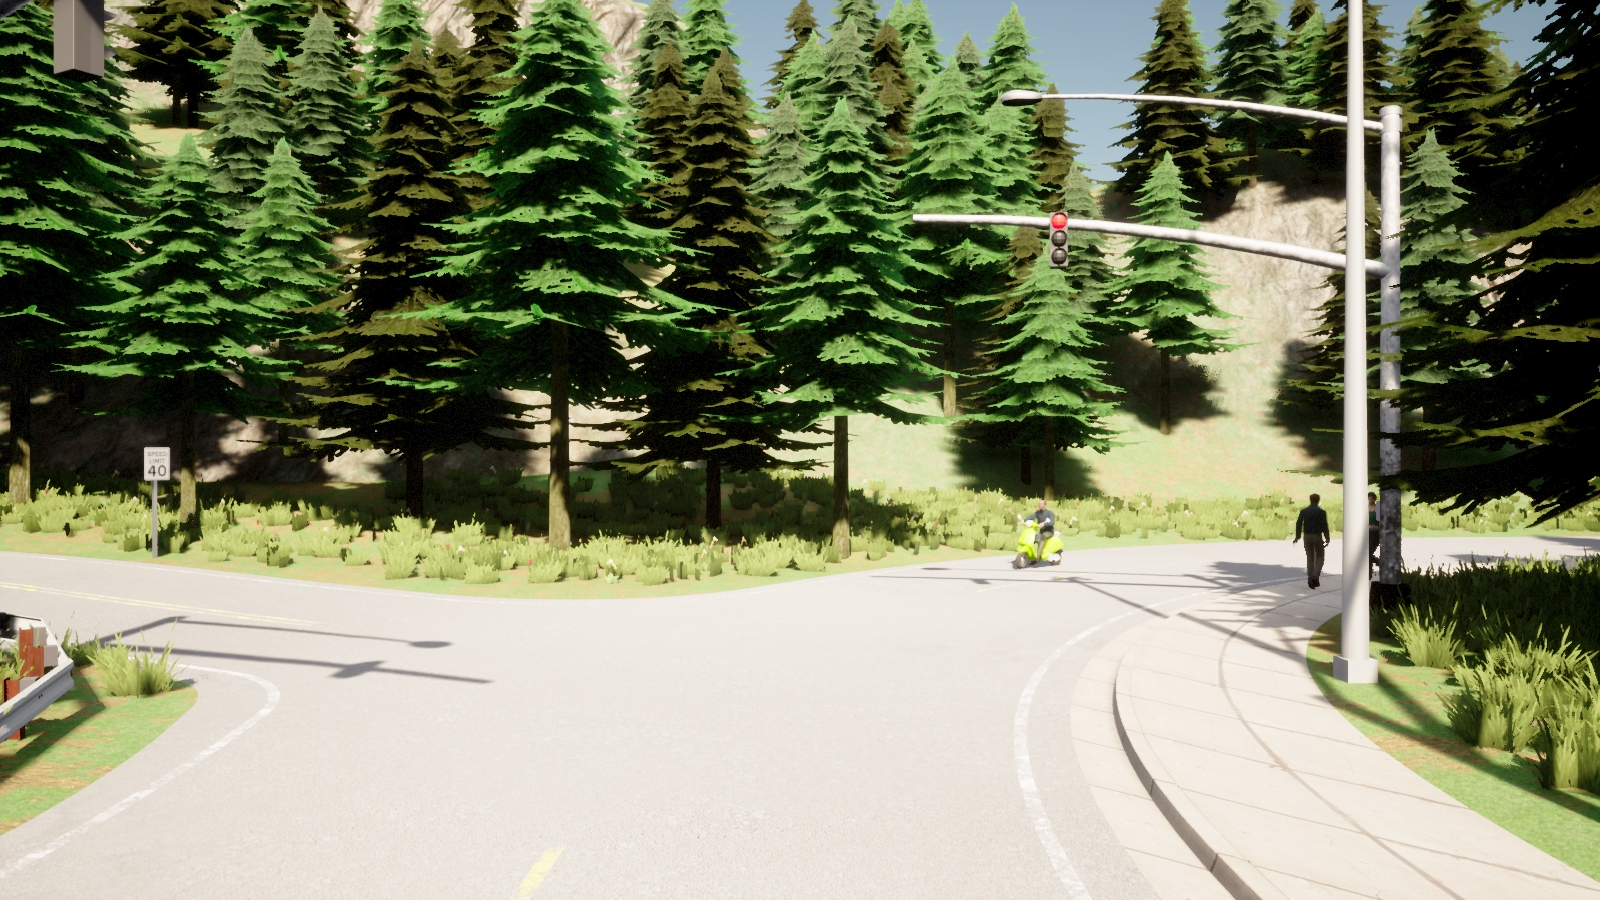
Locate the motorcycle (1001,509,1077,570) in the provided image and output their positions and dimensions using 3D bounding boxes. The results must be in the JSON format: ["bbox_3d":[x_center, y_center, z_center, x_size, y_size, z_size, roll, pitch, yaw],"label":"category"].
[{"bbox_3d":[5.701,2.113,27.217,1.805,1.316,0.856,0,0,-41],"label":"motorcycle"}]

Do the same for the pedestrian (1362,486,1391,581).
[{"bbox_3d":[11.566,1.668,22.921,0.375,1.860,0.375,0,0,-22],"label":"pedestrian"}]

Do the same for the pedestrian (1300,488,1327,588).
[{"bbox_3d":[9.751,1.668,21.698,0.375,1.860,0.375,0,0,43],"label":"pedestrian"}]
